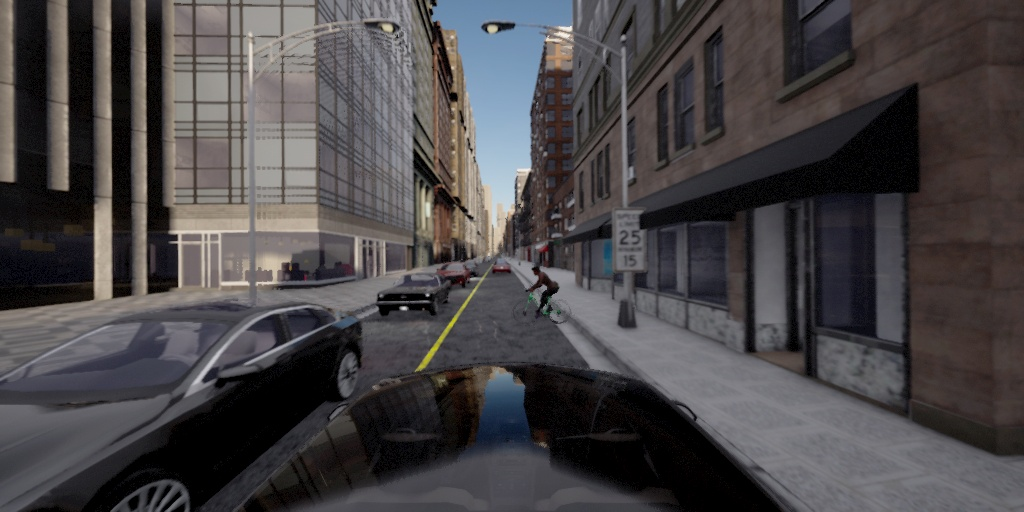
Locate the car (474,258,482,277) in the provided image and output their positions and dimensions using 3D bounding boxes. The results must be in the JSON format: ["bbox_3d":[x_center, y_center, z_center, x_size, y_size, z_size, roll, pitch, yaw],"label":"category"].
[{"bbox_3d":[-4.115,1.143,33.656,1.837,1.490,4.892,-1,0,-1],"label":"car"}]

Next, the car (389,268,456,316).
[{"bbox_3d":[-3.463,1.330,13.461,1.895,1.301,4.718,-1,0,-2],"label":"car"}]

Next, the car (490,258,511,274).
[{"bbox_3d":[-1.138,1.148,38.868,1.994,1.385,4.181,-1,0,-3],"label":"car"}]

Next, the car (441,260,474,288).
[{"bbox_3d":[-3.802,1.162,23.551,1.882,1.535,5.008,-1,0,-2],"label":"car"}]

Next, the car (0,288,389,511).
[{"bbox_3d":[-3.126,1.264,3.567,2.128,1.511,4.902,-1,0,-2],"label":"car"}]

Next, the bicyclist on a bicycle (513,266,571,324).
[{"bbox_3d":[0.832,1.103,9.997,1.656,1.620,0.582,-1,0,-2],"label":"bicyclist on a bicycle"}]
